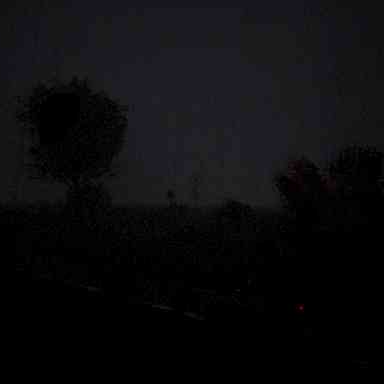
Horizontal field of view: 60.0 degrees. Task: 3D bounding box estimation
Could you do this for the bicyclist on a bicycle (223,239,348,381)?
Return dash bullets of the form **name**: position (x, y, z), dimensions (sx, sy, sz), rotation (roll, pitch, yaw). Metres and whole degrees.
- **bicyclist on a bicycle**: position (1.109, 1.448, 4.265), dimensions (1.656, 1.620, 0.582), rotation (0, 0, 35)
